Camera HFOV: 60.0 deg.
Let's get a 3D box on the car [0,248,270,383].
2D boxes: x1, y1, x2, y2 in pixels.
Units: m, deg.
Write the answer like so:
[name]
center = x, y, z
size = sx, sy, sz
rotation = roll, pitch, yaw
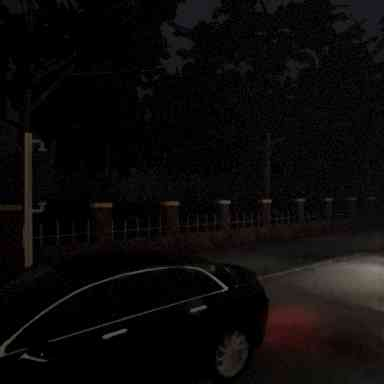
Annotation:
[car]
center = -1.182, 1.505, 3.755
size = 4.892, 1.490, 1.837
rotation = 0, 0, -37
